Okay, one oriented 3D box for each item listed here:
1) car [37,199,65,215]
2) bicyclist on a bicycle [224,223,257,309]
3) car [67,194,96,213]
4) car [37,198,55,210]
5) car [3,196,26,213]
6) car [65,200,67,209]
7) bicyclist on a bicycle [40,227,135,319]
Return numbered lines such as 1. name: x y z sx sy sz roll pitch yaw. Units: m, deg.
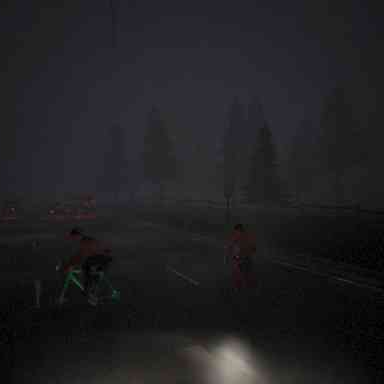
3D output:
1. car: -14.763 1.601 34.656 1.895 1.301 4.718 0 0 -26
2. bicyclist on a bicycle: 1.040 1.454 6.891 0.582 1.620 1.656 0 2 30
3. car: -12.317 1.221 37.468 2.150 2.045 5.566 0 0 -26
4. car: -19.037 1.564 43.332 1.994 1.385 4.181 0 0 -27
5. car: -19.682 1.504 36.720 1.837 1.490 4.892 0 0 -26
6. car: -16.581 1.526 46.124 1.812 1.442 4.674 0 0 -26
7. bicyclist on a bicycle: -1.880 1.455 6.011 1.656 1.620 0.582 -2 1 -14
